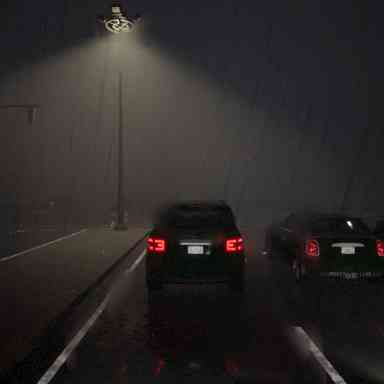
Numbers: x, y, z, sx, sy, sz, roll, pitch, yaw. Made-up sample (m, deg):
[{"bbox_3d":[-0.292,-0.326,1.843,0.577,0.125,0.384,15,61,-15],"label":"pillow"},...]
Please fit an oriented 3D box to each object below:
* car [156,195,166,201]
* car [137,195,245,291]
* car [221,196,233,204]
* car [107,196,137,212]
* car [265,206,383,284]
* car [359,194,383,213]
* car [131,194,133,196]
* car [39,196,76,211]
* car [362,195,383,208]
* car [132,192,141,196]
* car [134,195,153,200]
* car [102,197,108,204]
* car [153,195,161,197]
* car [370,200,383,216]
[{"bbox_3d":[-8.024,1.538,86.164,2.033,1.411,5.357,0,0,1],"label":"car"},{"bbox_3d":[0.072,1.221,9.156,2.150,2.045,5.566,0,0,0],"label":"car"},{"bbox_3d":[7.047,1.564,66.913,1.994,1.385,4.181,0,0,0],"label":"car"},{"bbox_3d":[-8.130,1.505,39.063,1.837,1.490,4.892,0,0,0],"label":"car"},{"bbox_3d":[3.571,1.352,9.723,2.097,1.767,4.553,0,0,0],"label":"car"},{"bbox_3d":[21.514,1.222,36.117,5.566,2.045,2.150,0,0,1],"label":"car"},{"bbox_3d":[-15.059,1.595,73.969,1.895,1.301,4.718,0,0,0],"label":"car"},{"bbox_3d":[-16.613,1.352,41.238,2.097,1.767,4.553,-1,0,21],"label":"car"},{"bbox_3d":[7.071,1.221,8.849,2.150,2.045,5.566,0,0,0],"label":"car"},{"bbox_3d":[-14.975,1.017,89.119,2.150,2.045,5.566,0,0,1],"label":"car"},{"bbox_3d":[-8.131,1.601,55.576,1.895,1.301,4.718,0,0,0],"label":"car"},{"bbox_3d":[-15.112,1.563,61.195,1.994,1.385,4.181,0,0,0],"label":"car"},{"bbox_3d":[-8.057,1.525,70.637,2.128,1.511,4.902,0,0,0],"label":"car"},{"bbox_3d":[20.725,1.547,32.627,5.357,1.411,2.033,0,0,1],"label":"car"}]
